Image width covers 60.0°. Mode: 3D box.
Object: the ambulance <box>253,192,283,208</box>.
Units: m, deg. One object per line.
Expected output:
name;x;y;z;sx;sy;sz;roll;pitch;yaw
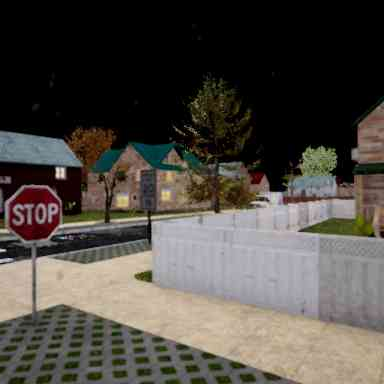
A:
ambulance;8.562;1.242;38.983;2.351;2.431;6.366;-1;-1;34
